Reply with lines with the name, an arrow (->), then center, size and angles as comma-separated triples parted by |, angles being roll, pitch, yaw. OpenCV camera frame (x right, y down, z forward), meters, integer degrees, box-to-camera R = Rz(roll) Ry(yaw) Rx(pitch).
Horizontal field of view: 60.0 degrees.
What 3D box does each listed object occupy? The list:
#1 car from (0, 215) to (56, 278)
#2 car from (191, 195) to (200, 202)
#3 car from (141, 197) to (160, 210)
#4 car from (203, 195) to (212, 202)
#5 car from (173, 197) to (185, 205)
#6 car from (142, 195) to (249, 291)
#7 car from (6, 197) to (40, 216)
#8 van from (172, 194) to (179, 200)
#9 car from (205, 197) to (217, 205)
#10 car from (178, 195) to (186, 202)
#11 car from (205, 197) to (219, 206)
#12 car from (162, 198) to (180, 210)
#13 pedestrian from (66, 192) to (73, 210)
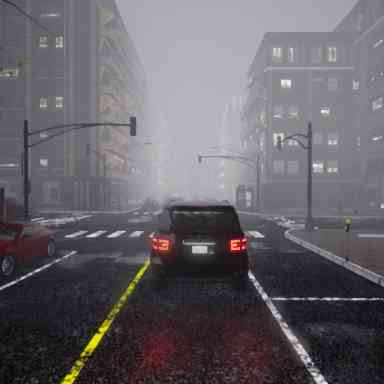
car -> -5.598, 1.581, 10.107 | 1.802, 1.307, 4.206 | 0, 0, 1
car -> 0.847, 1.478, 80.285 | 1.882, 1.535, 5.008 | 0, 0, 1
car -> -5.252, 1.438, 42.516 | 1.967, 1.590, 4.097 | 0, 0, 1
car -> 3.490, 1.440, 76.251 | 1.967, 1.590, 4.097 | 0, 0, 1
car -> -2.415, 1.563, 61.681 | 1.994, 1.385, 4.181 | 0, 0, 1
car -> 0.180, 1.221, 9.184 | 2.150, 2.045, 5.566 | 0, 0, 1
car -> -13.921, 1.133, 24.954 | 4.553, 1.767, 2.097 | 1, 0, -2
van -> -4.709, 1.340, 93.261 | 1.690, 1.788, 3.998 | 0, 0, 1
car -> 3.309, 1.544, 59.335 | 1.887, 1.381, 4.507 | 0, 0, 1
car -> -2.215, 1.519, 74.486 | 1.812, 1.442, 4.674 | 0, 0, 1
car -> 3.249, 1.549, 53.697 | 2.008, 1.369, 4.403 | 0, 0, 1
car -> -2.634, 1.562, 43.141 | 1.994, 1.385, 4.181 | 0, 0, 2
pedestrian -> -12.367, 0.902, 33.584 | 0.375, 1.860, 0.375 | 0, -1, 0
